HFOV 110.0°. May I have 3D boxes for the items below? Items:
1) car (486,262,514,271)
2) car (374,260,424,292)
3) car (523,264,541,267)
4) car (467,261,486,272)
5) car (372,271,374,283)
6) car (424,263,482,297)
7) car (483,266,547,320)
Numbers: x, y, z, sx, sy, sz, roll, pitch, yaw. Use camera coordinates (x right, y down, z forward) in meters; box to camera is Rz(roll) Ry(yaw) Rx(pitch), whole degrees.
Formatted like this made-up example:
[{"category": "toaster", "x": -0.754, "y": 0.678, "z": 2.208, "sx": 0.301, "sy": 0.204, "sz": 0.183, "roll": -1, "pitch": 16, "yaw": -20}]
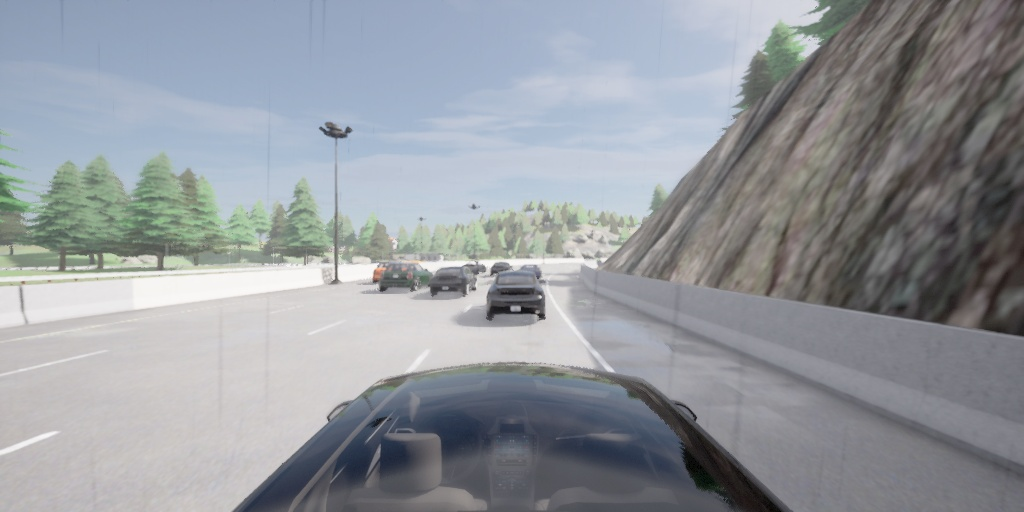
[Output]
[{"category": "car", "x": -1.012, "y": 1.339, "z": 37.961, "sx": 1.837, "sy": 1.490, "sz": 4.892, "roll": 0, "pitch": 0, "yaw": 9}, {"category": "car", "x": -6.359, "y": 1.176, "z": 22.168, "sx": 2.097, "sy": 1.767, "sz": 4.553, "roll": 0, "pitch": 0, "yaw": 4}, {"category": "car", "x": 1.638, "y": 1.372, "z": 31.816, "sx": 1.994, "sy": 1.385, "sz": 4.181, "roll": 0, "pitch": 0, "yaw": 7}, {"category": "car", "x": -4.154, "y": 1.346, "z": 40.442, "sx": 2.128, "sy": 1.511, "sz": 4.902, "roll": 0, "pitch": 0, "yaw": 9}, {"category": "car", "x": -9.276, "y": 1.205, "z": 28.779, "sx": 2.097, "sy": 1.767, "sz": 4.553, "roll": 0, "pitch": 0, "yaw": 6}, {"category": "car", "x": -3.042, "y": 1.307, "z": 19.481, "sx": 1.837, "sy": 1.490, "sz": 4.892, "roll": 0, "pitch": 0, "yaw": 3}, {"category": "car", "x": 0.166, "y": 1.278, "z": 12.768, "sx": 1.837, "sy": 1.490, "sz": 4.892, "roll": 0, "pitch": 0, "yaw": 1}]
